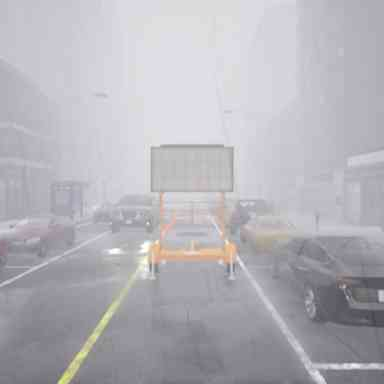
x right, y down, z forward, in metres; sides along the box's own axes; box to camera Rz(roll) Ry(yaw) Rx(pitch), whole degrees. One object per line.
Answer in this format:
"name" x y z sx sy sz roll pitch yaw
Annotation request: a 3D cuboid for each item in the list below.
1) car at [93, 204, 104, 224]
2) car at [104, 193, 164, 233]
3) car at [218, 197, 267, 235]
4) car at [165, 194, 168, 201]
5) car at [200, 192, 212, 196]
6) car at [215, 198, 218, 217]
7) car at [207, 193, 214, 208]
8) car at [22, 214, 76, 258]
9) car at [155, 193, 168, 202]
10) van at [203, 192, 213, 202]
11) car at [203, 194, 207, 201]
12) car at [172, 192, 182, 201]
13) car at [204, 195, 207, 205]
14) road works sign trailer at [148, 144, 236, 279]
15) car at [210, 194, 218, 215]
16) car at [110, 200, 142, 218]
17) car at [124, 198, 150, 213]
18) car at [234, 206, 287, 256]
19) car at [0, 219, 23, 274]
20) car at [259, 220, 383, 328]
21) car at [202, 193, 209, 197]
"car" -5.650 1.403 23.444 1.887 1.381 4.507 0 0 0
"car" -3.086 1.106 18.987 2.150 2.045 5.566 0 0 0
"car" 2.872 1.206 17.928 2.192 1.841 5.009 0 0 0
"car" -5.623 1.223 56.594 1.947 1.339 4.313 0 0 0
"car" 2.904 0.972 56.593 2.192 1.841 5.009 0 0 0
"car" 2.876 1.382 23.623 1.752 1.417 4.829 0 0 0
"car" 2.885 1.231 34.499 1.967 1.590 4.097 0 0 0
"car" -5.659 1.507 12.395 1.802 1.307 4.206 0 0 0
"car" -5.618 1.063 62.119 1.967 1.590 4.097 0 0 0
"van" 2.908 0.964 62.116 1.690 1.788 3.998 0 0 0
"car" 2.894 1.274 45.547 2.008 1.369 4.403 0 0 0
"car" -2.950 1.083 65.642 1.882 1.535 5.008 0 0 0
"car" 2.890 1.308 40.023 2.008 1.369 4.403 0 0 0
"road works sign trailer" 0.006 0.405 9.782 2.380 3.560 2.880 0 0 0
"car" 2.880 1.264 28.976 1.967 1.590 4.097 0 0 0
"car" -5.645 1.390 28.969 1.947 1.339 4.313 0 0 0
"car" -5.641 1.357 34.494 1.947 1.339 4.313 0 0 0
"car" 2.867 1.449 12.576 1.752 1.417 4.829 0 0 0
"car" -5.663 1.503 6.870 1.887 1.381 4.507 0 0 0
"car" 2.862 1.524 6.882 1.947 1.339 4.313 0 0 0
"car" 2.899 1.256 51.070 1.947 1.339 4.313 0 0 0
